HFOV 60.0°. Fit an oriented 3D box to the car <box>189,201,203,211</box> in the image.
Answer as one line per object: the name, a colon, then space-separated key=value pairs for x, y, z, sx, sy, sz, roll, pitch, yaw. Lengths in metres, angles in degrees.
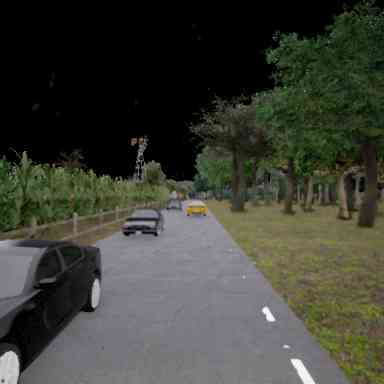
car: x=0.634 y=1.952 z=47.360 sx=1.895 sy=1.301 sz=4.718 roll=0 pitch=0 yaw=1

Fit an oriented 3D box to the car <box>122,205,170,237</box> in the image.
car: x=-2.646 y=1.684 z=19.336 sx=2.033 sy=1.411 sz=5.357 roll=0 pitch=0 yaw=1

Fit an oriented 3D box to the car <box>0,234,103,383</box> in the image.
car: x=-2.812 y=1.514 z=5.012 sx=1.882 sy=1.535 sz=5.008 roll=0 pitch=0 yaw=1

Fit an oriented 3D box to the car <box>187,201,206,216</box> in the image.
car: x=0.495 y=1.736 z=35.660 sx=1.882 sy=1.535 sz=5.008 roll=0 pitch=0 yaw=1

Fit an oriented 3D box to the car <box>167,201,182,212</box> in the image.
car: x=-2.340 y=1.895 z=44.841 sx=1.994 sy=1.385 sz=4.181 roll=0 pitch=0 yaw=1
